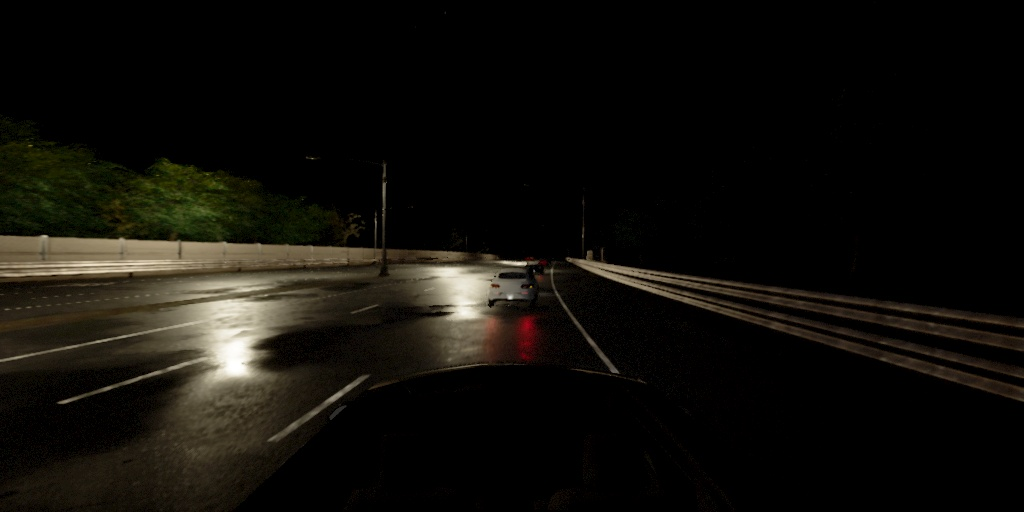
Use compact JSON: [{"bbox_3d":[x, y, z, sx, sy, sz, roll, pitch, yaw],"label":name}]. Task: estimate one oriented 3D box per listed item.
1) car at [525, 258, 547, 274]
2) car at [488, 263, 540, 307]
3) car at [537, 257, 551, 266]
[{"bbox_3d":[2.383,1.191,37.789,1.895,1.301,4.718,0,0,6],"label":"car"},{"bbox_3d":[0.135,1.214,14.994,1.812,1.442,4.674,0,0,5],"label":"car"},{"bbox_3d":[5.339,1.088,62.286,1.994,1.385,4.181,0,0,7],"label":"car"}]
